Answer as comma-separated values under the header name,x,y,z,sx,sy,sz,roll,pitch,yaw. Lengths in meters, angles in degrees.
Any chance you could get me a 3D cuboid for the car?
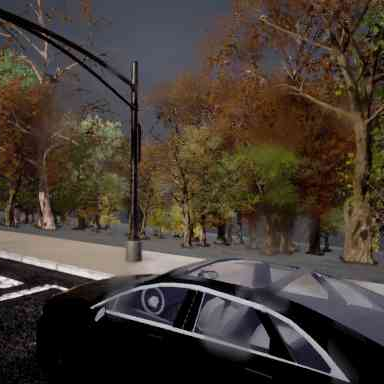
name,x,y,z,sx,sy,sz,roll,pitch,yaw
car,0.229,1.491,3.513,4.902,1.511,2.128,0,0,37
